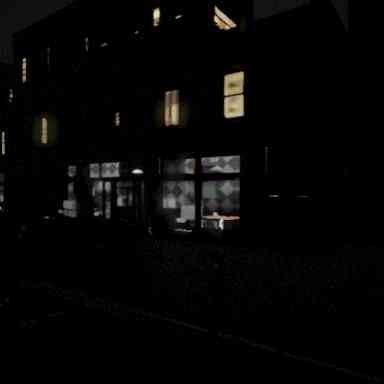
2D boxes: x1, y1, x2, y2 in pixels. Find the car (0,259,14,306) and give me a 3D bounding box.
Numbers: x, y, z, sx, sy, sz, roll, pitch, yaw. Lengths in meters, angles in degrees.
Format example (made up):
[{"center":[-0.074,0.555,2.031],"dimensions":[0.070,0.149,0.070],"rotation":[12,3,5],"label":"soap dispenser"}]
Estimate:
[{"center":[-5.233,1.550,6.602],"dimensions":[4.403,1.369,2.008],"rotation":[0,1,35],"label":"car"}]
